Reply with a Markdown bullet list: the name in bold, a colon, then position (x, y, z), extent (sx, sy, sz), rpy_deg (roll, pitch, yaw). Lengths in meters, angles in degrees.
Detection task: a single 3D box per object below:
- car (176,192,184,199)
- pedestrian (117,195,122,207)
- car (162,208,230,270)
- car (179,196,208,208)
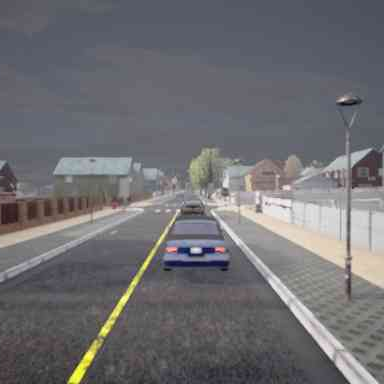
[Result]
- **car**: position (-2.760, 0.785, 77.556), extent (2.033, 1.411, 5.357), rpy_deg (0, 1, 0)
- **pedestrian**: position (-9.698, 1.035, 44.489), extent (0.375, 1.860, 0.375), rpy_deg (0, 1, 0)
- **car**: position (0.098, 1.447, 10.577), extent (2.033, 1.411, 5.357), rpy_deg (0, 0, 0)
- **car**: position (0.093, 1.269, 25.104), extent (1.837, 1.490, 4.892), rpy_deg (0, 1, 0)
